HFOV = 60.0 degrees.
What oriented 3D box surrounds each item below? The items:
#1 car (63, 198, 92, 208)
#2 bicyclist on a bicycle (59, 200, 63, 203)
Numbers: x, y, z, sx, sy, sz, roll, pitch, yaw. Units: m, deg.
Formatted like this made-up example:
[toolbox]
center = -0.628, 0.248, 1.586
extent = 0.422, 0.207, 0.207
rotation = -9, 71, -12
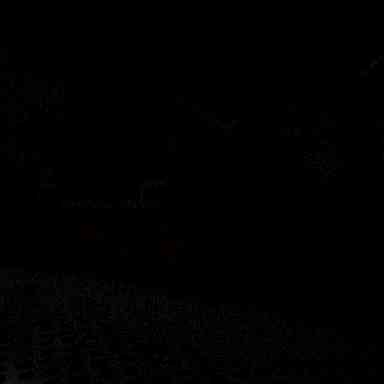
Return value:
[car]
center = -12.081, 1.680, 33.501
extent = 2.150, 2.045, 5.566
rotation = -3, -2, 22
[bicyclist on a bicycle]
center = -9.455, 1.380, 24.359
extent = 1.656, 1.620, 0.582
rotation = -3, -2, 22
